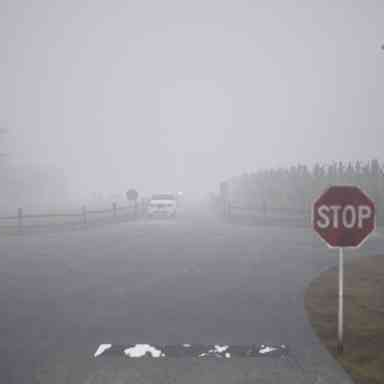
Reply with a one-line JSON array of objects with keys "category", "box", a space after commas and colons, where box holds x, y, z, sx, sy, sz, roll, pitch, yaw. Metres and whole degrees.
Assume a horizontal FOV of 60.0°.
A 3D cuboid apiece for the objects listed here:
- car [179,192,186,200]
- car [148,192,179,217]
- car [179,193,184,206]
[{"category": "car", "box": [-2.139, 0.703, 61.374, 2.033, 1.411, 5.357, 0, 1, 1]}, {"category": "car", "box": [-2.517, 1.063, 29.313, 2.150, 2.045, 5.566, 0, 1, 0]}, {"category": "car", "box": [-2.410, 1.188, 41.808, 2.033, 1.411, 5.357, 0, 1, 1]}]
